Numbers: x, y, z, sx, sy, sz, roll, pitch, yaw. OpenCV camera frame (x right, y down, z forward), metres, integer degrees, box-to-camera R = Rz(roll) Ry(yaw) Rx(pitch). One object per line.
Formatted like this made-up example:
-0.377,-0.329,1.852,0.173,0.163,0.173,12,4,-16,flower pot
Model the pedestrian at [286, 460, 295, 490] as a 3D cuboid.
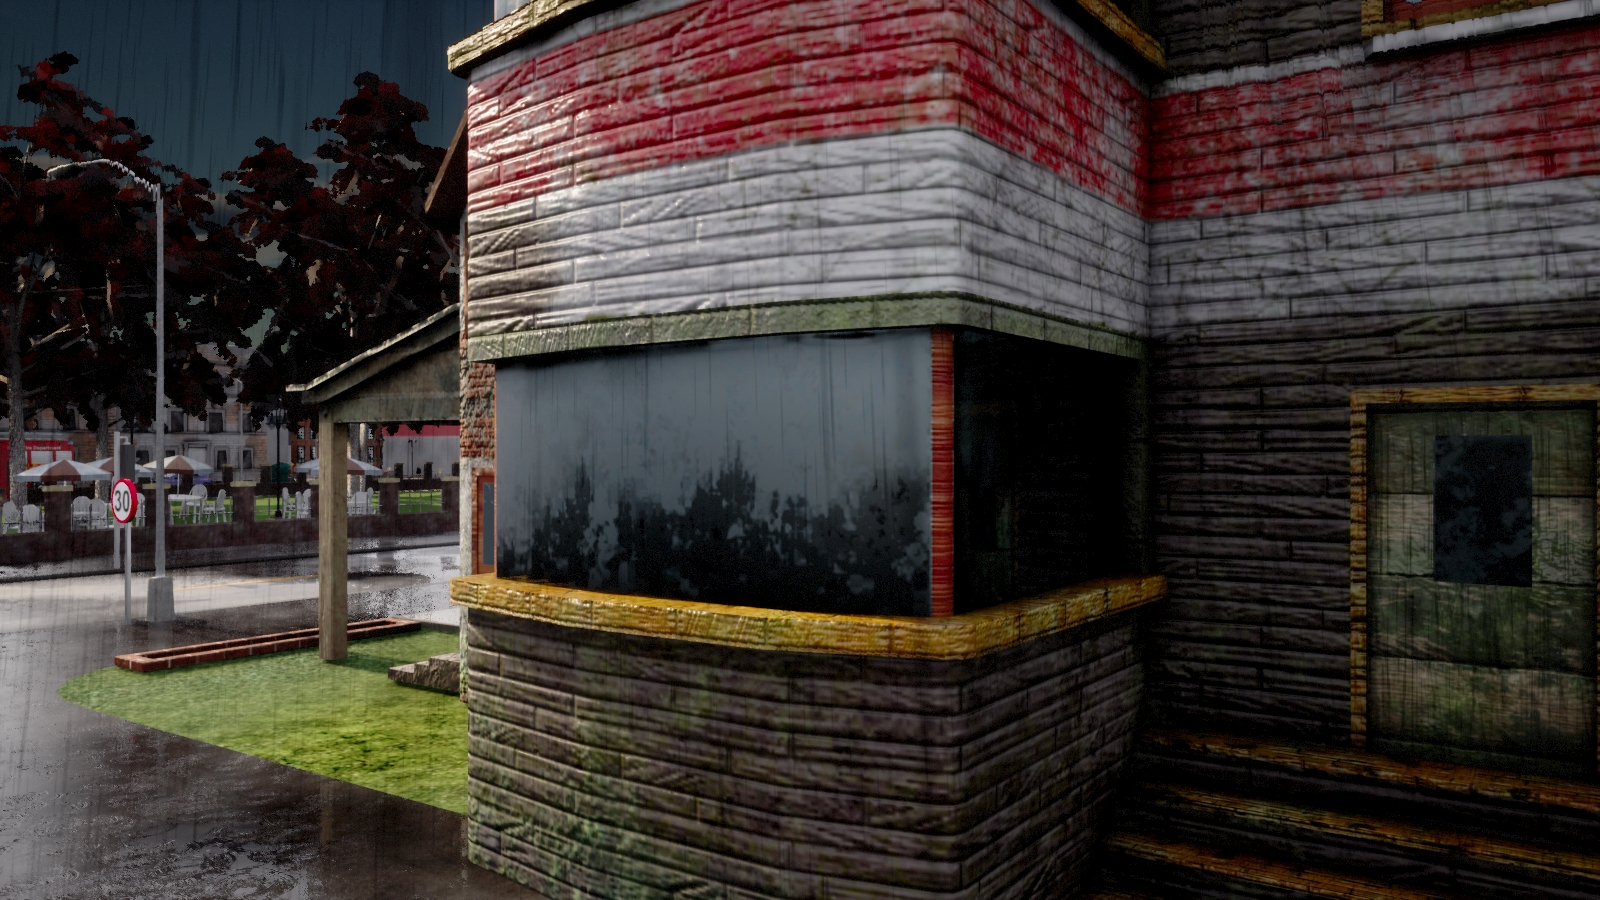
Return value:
-31.338,1.524,70.323,0.375,1.860,0.375,0,0,37,pedestrian
